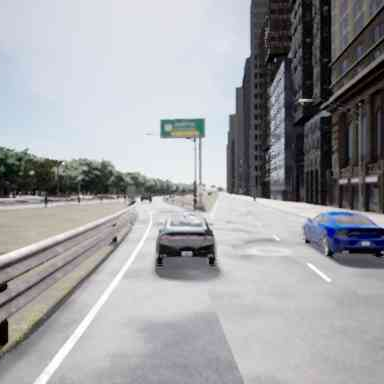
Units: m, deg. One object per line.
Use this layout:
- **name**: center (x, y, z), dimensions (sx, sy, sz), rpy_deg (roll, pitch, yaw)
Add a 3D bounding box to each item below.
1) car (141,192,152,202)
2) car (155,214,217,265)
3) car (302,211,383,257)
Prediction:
- **car**: center (-9.404, 1.083, 68.643), dimensions (2.150, 2.045, 5.566), rpy_deg (0, 0, -11)
- **car**: center (-0.251, 1.515, 11.717), dimensions (2.128, 1.511, 4.902), rpy_deg (1, 0, -3)
- **car**: center (5.743, 1.497, 13.059), dimensions (1.882, 1.535, 5.008), rpy_deg (0, 0, 5)
